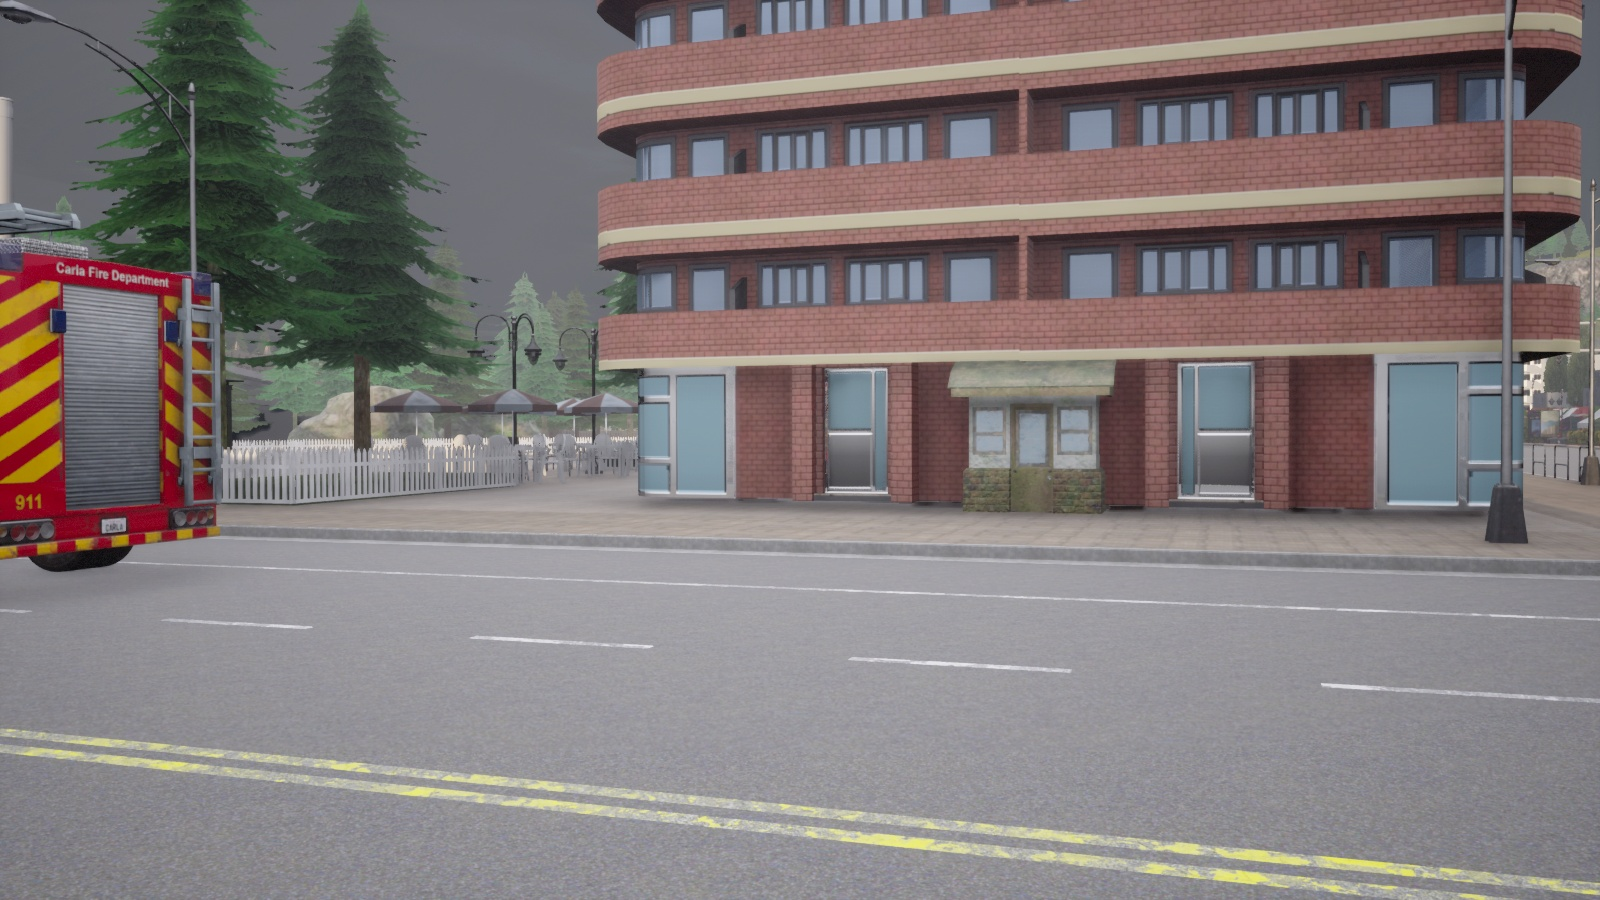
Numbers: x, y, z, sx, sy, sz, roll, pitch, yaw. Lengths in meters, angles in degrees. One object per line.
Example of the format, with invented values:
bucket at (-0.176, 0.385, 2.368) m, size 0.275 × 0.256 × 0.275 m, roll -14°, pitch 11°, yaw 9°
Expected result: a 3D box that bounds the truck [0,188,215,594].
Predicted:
truck at (-11.161, -0.609, 14.312) m, size 8.468 × 3.827 × 2.891 m, roll 1°, pitch 1°, yaw 19°
